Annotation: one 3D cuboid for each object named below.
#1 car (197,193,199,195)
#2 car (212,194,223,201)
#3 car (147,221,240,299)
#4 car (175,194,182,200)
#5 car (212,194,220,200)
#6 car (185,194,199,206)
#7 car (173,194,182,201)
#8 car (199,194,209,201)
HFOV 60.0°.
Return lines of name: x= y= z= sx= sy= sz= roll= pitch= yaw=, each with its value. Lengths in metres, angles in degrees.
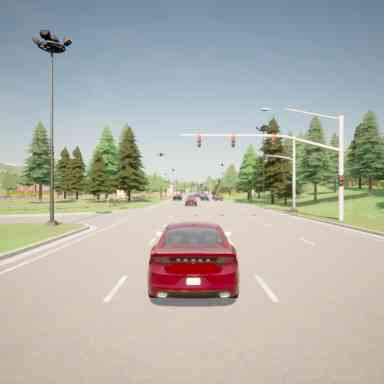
car: x=3.232 y=1.357 z=94.187 sx=2.128 sy=1.511 sz=4.902 roll=0 pitch=0 yaw=0
car: x=6.762 y=1.516 z=83.778 sx=2.128 sy=1.511 sz=4.902 roll=0 pitch=0 yaw=0
car: x=0.039 y=1.478 z=8.542 sx=1.882 sy=1.535 sz=5.008 roll=0 pitch=0 yaw=0
car: x=-3.768 y=1.310 z=94.167 sx=1.882 sy=1.535 sz=5.008 roll=0 pitch=0 yaw=0
car: x=6.732 y=1.372 z=94.197 sx=2.033 sy=1.411 sz=5.357 roll=0 pitch=0 yaw=0
car: x=-0.150 y=1.525 z=53.145 sx=1.812 sy=1.442 sz=4.674 roll=0 pitch=0 yaw=0
car: x=-3.738 y=1.469 z=83.747 sx=1.882 sy=1.535 sz=5.008 roll=0 pitch=0 yaw=0
car: x=3.261 y=1.516 z=84.184 sx=1.812 sy=1.442 sz=4.674 roll=0 pitch=0 yaw=0
